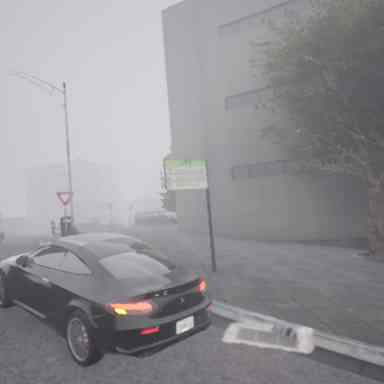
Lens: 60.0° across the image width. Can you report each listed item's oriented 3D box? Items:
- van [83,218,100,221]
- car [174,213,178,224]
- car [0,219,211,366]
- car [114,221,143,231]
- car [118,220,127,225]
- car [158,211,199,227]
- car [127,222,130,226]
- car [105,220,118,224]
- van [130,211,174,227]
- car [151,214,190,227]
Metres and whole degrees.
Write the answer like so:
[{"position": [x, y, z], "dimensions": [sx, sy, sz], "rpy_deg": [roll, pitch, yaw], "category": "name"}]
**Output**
[{"position": [-15.774, 4.890, 49.257], "dimensions": [4.442, 1.987, 1.878], "rpy_deg": [-6, -7, 22], "category": "van"}, {"position": [-4.124, 3.932, 44.881], "dimensions": [4.792, 1.488, 2.163], "rpy_deg": [-6, -7, 22], "category": "car"}, {"position": [-1.764, 1.443, 5.713], "dimensions": [4.674, 1.442, 1.812], "rpy_deg": [1, 2, 43], "category": "car"}, {"position": [-11.381, 6.117, 59.574], "dimensions": [4.792, 1.488, 2.163], "rpy_deg": [-6, -7, 22], "category": "car"}, {"position": [-13.537, 5.448, 54.326], "dimensions": [4.553, 1.767, 2.185], "rpy_deg": [-6, -7, 22], "category": "car"}, {"position": [-2.100, 4.137, 50.071], "dimensions": [5.566, 2.045, 2.435], "rpy_deg": [-6, -7, 22], "category": "car"}, {"position": [-12.632, 5.854, 57.082], "dimensions": [5.366, 1.575, 1.946], "rpy_deg": [-6, -7, 22], "category": "car"}, {"position": [-14.614, 5.330, 51.752], "dimensions": [5.008, 1.535, 2.097], "rpy_deg": [-6, -7, 22], "category": "car"}, {"position": [-5.105, 3.461, 42.302], "dimensions": [4.442, 1.987, 1.878], "rpy_deg": [-6, -7, 22], "category": "van"}, {"position": [-3.089, 4.140, 47.509], "dimensions": [5.008, 1.535, 2.097], "rpy_deg": [-6, -7, 21], "category": "car"}]
